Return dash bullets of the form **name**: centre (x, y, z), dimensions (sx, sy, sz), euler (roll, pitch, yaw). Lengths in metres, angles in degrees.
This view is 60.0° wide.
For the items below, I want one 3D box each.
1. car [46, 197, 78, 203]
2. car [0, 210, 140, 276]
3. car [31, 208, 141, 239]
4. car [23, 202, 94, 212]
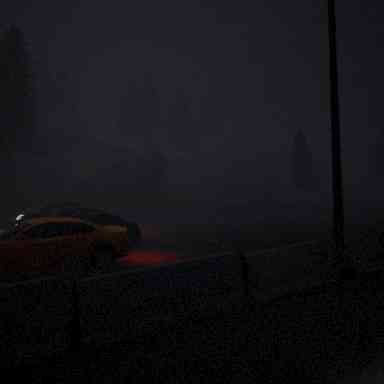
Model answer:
- **car**: centre (-8.180, 1.351, 19.637), dimensions (4.553, 1.767, 2.097), euler (0, 0, -35)
- **car**: centre (-4.265, 1.477, 9.539), dimensions (5.008, 1.535, 1.882), euler (0, 0, -35)
- **car**: centre (-4.238, 1.563, 13.851), dimensions (4.181, 1.385, 1.994), euler (0, 0, -35)
- **car**: centre (-6.057, 1.477, 16.853), dimensions (5.008, 1.535, 1.882), euler (0, 0, -35)
